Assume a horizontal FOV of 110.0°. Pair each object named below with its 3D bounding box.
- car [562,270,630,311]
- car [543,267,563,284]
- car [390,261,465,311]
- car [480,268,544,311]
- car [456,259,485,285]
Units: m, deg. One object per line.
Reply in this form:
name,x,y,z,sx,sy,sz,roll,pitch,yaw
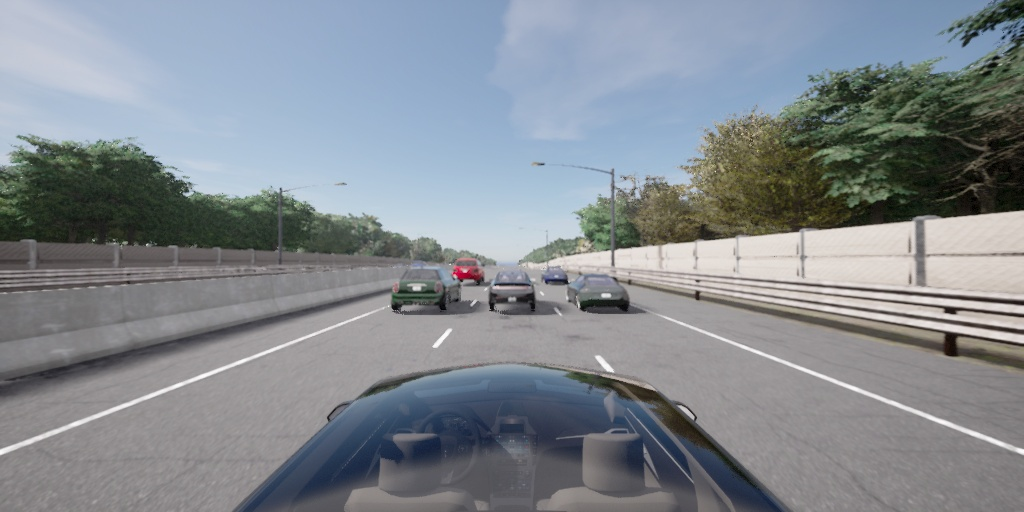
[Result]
car,3.522,1.452,15.335,1.994,1.385,4.181,0,0,0
car,3.522,1.604,30.337,1.994,1.385,4.181,0,-1,0
car,-3.479,1.238,15.290,2.097,1.767,4.553,0,-1,0
car,0.020,1.380,15.356,2.128,1.511,4.902,0,0,0
car,-3.489,1.255,29.438,2.150,2.045,5.566,0,0,0
